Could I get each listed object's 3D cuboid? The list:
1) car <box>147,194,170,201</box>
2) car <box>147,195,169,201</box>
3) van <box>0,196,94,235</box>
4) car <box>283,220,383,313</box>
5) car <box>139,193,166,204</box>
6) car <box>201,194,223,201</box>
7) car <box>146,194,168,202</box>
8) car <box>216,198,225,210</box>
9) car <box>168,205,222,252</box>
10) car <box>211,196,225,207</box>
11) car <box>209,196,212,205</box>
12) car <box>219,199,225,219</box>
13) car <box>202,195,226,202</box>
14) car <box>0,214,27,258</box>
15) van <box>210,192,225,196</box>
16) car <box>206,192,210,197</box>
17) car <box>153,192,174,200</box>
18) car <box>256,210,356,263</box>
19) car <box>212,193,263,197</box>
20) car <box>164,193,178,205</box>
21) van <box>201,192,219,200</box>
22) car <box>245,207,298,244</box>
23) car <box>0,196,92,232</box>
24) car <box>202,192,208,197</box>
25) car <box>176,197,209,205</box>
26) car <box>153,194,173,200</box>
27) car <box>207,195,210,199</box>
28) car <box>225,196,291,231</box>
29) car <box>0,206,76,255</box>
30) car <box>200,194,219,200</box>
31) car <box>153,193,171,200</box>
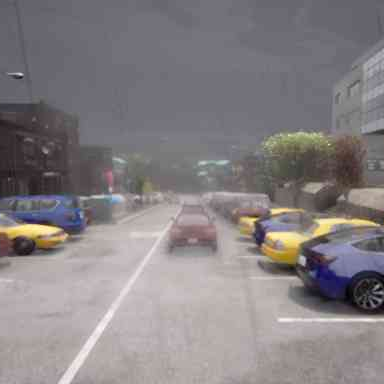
[{"bbox_3d":[-7.882,1.335,78.963,5.366,1.575,1.946,0,0,0],"label":"car"},{"bbox_3d":[-7.703,1.344,75.900,4.892,1.521,2.231,0,0,0],"label":"car"},{"bbox_3d":[-7.801,1.222,17.956,4.442,1.987,1.878,0,0,0],"label":"van"},{"bbox_3d":[4.677,1.498,7.064,4.792,1.488,2.163,0,0,0],"label":"car"},{"bbox_3d":[-7.692,1.399,67.211,4.674,1.452,2.002,0,0,0],"label":"car"},{"bbox_3d":[4.627,1.342,77.029,4.892,1.521,2.231,0,0,0],"label":"car"},{"bbox_3d":[-7.727,1.223,73.088,4.553,1.767,2.185,0,0,0],"label":"car"},{"bbox_3d":[4.650,1.434,26.619,4.892,1.521,2.231,0,0,0],"label":"car"},{"bbox_3d":[0.051,1.501,13.741,1.812,1.442,4.674,0,0,1],"label":"car"},{"bbox_3d":[4.637,1.422,32.331,5.008,1.535,2.097,0,0,0],"label":"car"},{"bbox_3d":[4.639,1.452,37.794,4.674,1.452,2.002,0,0,0],"label":"car"},{"bbox_3d":[4.638,1.439,23.825,4.892,1.521,2.231,0,0,0],"label":"car"},{"bbox_3d":[4.628,1.352,71.318,5.008,1.535,2.097,0,0,0],"label":"car"},{"bbox_3d":[-7.680,1.503,9.583,4.674,1.452,2.002,0,0,0],"label":"car"},{"bbox_3d":[4.757,1.181,40.587,4.442,1.987,1.878,0,0,0],"label":"van"},{"bbox_3d":[4.608,1.272,46.174,4.553,1.767,2.185,0,0,0],"label":"car"},{"bbox_3d":[-7.671,0.991,90.616,5.566,2.045,2.435,0,1,0],"label":"car"},{"bbox_3d":[4.833,1.460,9.857,5.366,1.575,1.946,0,0,0],"label":"car"},{"bbox_3d":[4.672,1.292,35.001,4.553,1.767,2.185,0,0,0],"label":"car"},{"bbox_3d":[-3.072,1.387,57.450,2.128,1.511,4.902,0,0,0],"label":"car"},{"bbox_3d":[4.515,1.095,85.282,4.442,1.987,1.878,0,1,0],"label":"van"},{"bbox_3d":[4.675,1.487,12.652,4.792,1.488,2.163,0,0,0],"label":"car"},{"bbox_3d":[-7.712,1.202,15.164,5.566,2.045,2.435,0,0,0],"label":"car"},{"bbox_3d":[4.667,1.141,48.969,5.566,2.045,2.435,0,0,0],"label":"car"},{"bbox_3d":[0.042,1.442,28.004,2.128,1.511,4.902,0,0,0],"label":"car"},{"bbox_3d":[-7.704,1.295,87.675,5.008,1.535,2.097,0,1,0],"label":"car"},{"bbox_3d":[4.668,1.432,43.383,4.792,1.488,2.163,0,0,0],"label":"car"},{"bbox_3d":[4.613,1.317,21.033,4.553,1.767,2.185,0,0,0],"label":"car"},{"bbox_3d":[-7.498,1.455,12.499,5.366,1.575,1.946,0,0,0],"label":"car"},{"bbox_3d":[4.625,1.289,88.092,4.892,1.521,2.231,0,1,0],"label":"car"},{"bbox_3d":[-7.668,1.197,84.845,4.553,1.767,2.185,0,0,0],"label":"car"}]
